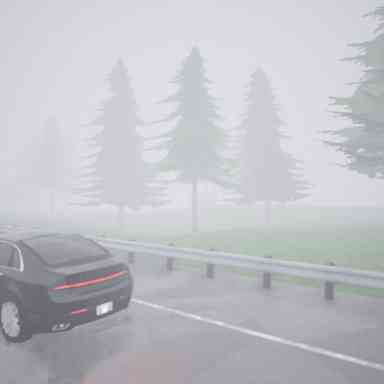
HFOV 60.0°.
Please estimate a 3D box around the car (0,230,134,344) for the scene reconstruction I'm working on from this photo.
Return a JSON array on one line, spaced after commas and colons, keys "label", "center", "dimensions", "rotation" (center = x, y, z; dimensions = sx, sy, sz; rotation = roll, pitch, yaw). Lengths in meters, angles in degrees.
[{"label": "car", "center": [-3.261, 1.511, 6.484], "dimensions": [4.892, 1.490, 1.837], "rotation": [0, 0, 37]}]
